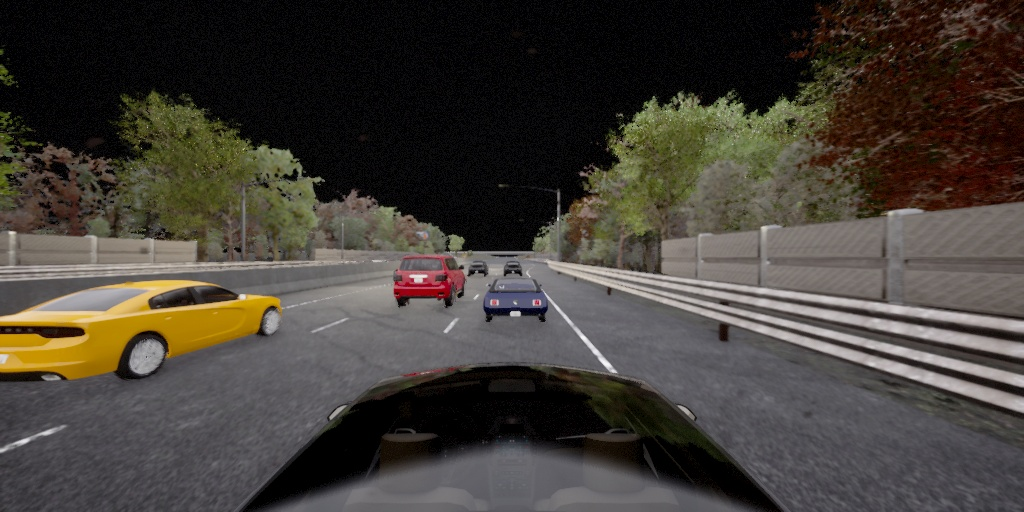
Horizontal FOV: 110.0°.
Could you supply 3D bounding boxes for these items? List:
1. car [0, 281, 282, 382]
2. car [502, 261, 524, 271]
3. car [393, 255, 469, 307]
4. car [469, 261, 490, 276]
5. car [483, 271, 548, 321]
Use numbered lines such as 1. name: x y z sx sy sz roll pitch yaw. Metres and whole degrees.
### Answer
1. car: -6.898 1.232 7.289 1.882 1.535 5.008 0 0 0
2. car: 0.095 1.288 36.421 1.837 1.490 4.892 0 0 0
3. car: -3.396 0.981 15.690 2.150 2.045 5.566 0 0 0
4. car: -3.403 1.290 37.006 1.837 1.490 4.892 0 0 0
5. car: 0.103 1.358 12.412 1.895 1.301 4.718 0 0 0
